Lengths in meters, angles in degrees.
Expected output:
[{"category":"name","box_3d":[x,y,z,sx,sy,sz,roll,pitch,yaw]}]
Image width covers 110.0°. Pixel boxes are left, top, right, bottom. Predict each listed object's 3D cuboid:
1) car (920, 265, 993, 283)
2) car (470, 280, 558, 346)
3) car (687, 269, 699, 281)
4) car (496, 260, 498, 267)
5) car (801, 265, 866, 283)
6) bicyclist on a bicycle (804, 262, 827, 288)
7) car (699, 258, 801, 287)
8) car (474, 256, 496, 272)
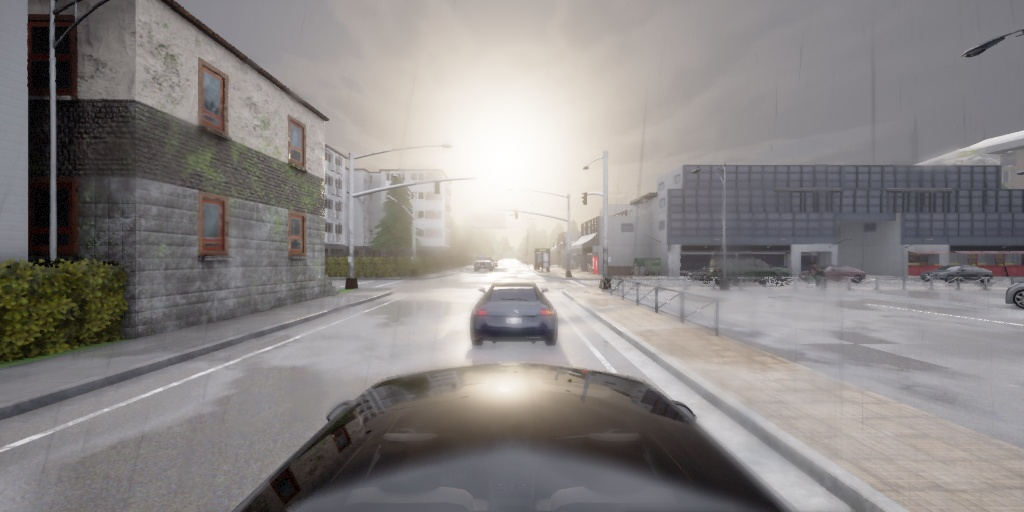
[{"category":"car","box_3d":[36.708,1.452,29.612,4.674,1.442,1.812,0,0,0]},{"category":"car","box_3d":[0.053,1.314,9.463,1.994,1.385,4.181,0,0,0]},{"category":"car","box_3d":[17.033,1.418,29.561,4.902,1.511,2.128,0,0,0]},{"category":"car","box_3d":[-3.654,1.351,56.973,1.895,1.301,4.718,0,0,0]},{"category":"car","box_3d":[26.398,1.452,29.590,4.674,1.442,1.812,0,0,0]},{"category":"bicyclist on a bicycle","box_3d":[18.689,1.227,22.084,0.582,1.620,1.656,0,0,0]},{"category":"car","box_3d":[17.057,1.148,25.860,5.566,2.045,2.150,0,0,0]},{"category":"car","box_3d":[-3.653,0.972,47.080,2.150,2.045,5.566,0,0,0]}]
